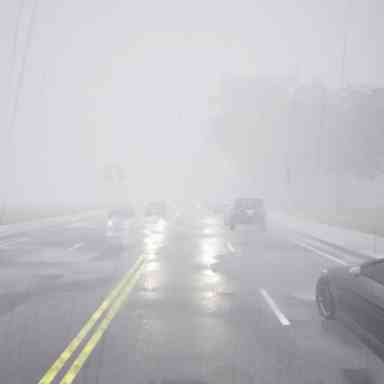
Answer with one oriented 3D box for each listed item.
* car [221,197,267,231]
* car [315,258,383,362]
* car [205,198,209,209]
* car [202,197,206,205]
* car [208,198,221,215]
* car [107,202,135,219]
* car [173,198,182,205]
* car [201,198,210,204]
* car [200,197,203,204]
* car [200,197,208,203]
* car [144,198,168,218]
[{"bbox_3d":[3.342,1.318,21.587,2.150,2.045,5.566,0,0,0],"label":"car"},{"bbox_3d":[3.350,1.583,4.708,1.994,1.385,4.181,0,0,0],"label":"car"},{"bbox_3d":[3.236,1.798,47.337,1.812,1.442,4.674,0,0,0],"label":"car"},{"bbox_3d":[3.232,1.851,58.340,1.882,1.535,5.008,0,-1,0],"label":"car"},{"bbox_3d":[3.239,1.690,36.365,2.163,1.488,4.792,0,0,0],"label":"car"},{"bbox_3d":[-6.603,1.678,31.501,1.812,1.442,4.674,0,0,0],"label":"car"},{"bbox_3d":[-3.273,1.996,73.382,2.128,1.511,4.902,0,-1,0],"label":"car"},{"bbox_3d":[3.225,2.116,80.375,2.163,1.488,4.792,0,-1,0],"label":"car"},{"bbox_3d":[3.228,1.943,69.532,1.801,1.575,5.366,0,-1,0],"label":"car"},{"bbox_3d":[3.221,2.198,91.350,2.033,1.649,4.856,0,-1,0],"label":"car"},{"bbox_3d":[-3.352,1.645,31.665,2.128,1.511,4.902,0,0,0],"label":"car"}]
